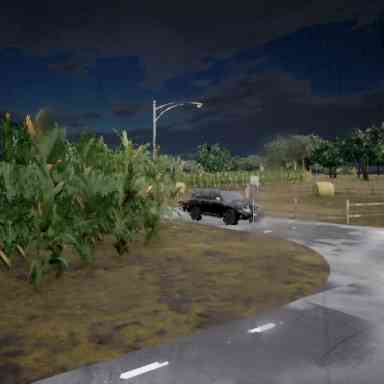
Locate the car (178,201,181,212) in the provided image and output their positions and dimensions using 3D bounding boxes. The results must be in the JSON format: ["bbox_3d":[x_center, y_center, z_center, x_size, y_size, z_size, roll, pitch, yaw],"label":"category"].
[{"bbox_3d":[0.745,0.824,27.361,2.097,1.767,4.553,-1,2,-35],"label":"car"}]

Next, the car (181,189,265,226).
[{"bbox_3d":[1.936,0.852,20.786,2.150,2.045,5.566,-1,2,-35],"label":"car"}]
